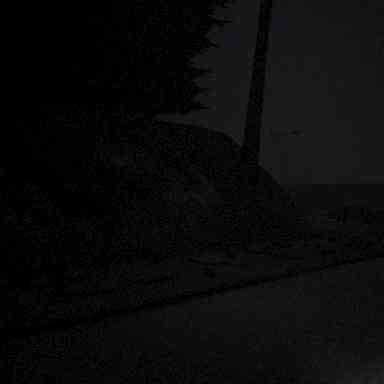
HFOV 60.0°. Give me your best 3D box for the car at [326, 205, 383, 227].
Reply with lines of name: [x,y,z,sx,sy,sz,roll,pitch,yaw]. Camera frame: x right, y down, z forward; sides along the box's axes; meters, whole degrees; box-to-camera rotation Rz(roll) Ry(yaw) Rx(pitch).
car: [12.504,1.632,24.058,2.033,1.411,5.357,0,0,-32]

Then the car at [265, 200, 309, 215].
car: [9.880,1.589,35.080,2.128,1.511,4.902,0,0,-36]
